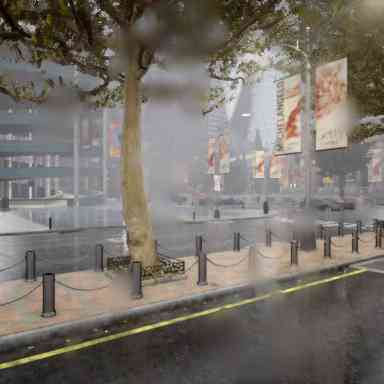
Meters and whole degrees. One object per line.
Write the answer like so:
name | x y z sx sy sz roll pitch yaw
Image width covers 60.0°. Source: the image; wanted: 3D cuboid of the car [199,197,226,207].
car | 2.897 1.563 53.126 1.994 1.385 4.181 0 0 -36

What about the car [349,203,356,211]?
car | 16.841 1.477 39.539 1.882 1.535 5.008 0 0 -35

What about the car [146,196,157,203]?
car | -9.168 1.492 67.896 4.902 1.511 2.128 0 0 40

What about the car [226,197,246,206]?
car | 6.737 1.564 53.779 1.994 1.385 4.181 0 0 -36

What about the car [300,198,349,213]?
car | 14.348 1.504 37.003 1.837 1.490 4.892 0 0 -35

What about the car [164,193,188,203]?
car | -3.317 1.221 67.206 2.150 2.045 5.566 0 0 -42
